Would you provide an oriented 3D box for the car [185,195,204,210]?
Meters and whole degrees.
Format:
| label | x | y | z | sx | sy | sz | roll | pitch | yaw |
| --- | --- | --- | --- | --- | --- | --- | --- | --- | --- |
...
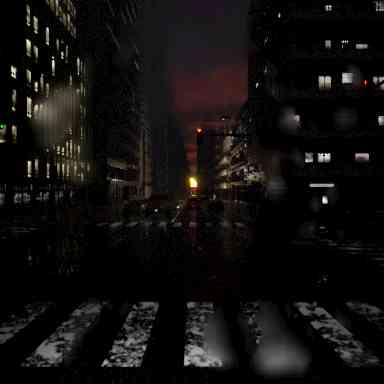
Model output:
| label | x | y | z | sx | sy | sz | roll | pitch | yaw |
| --- | --- | --- | --- | --- | --- | --- | --- | --- | --- |
| car | 0.174 | 1.466 | 41.868 | 1.882 | 1.535 | 5.008 | 0 | 0 | 0 |

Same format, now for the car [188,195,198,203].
| label | x | y | z | sx | sy | sz | roll | pitch | yaw |
| --- | --- | --- | --- | --- | --- | --- | --- | --- | --- |
| car | 0.193 | 1.488 | 70.928 | 2.128 | 1.511 | 4.902 | 0 | 0 | 0 |

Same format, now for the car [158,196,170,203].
| label | x | y | z | sx | sy | sz | roll | pitch | yaw |
| --- | --- | --- | --- | --- | --- | --- | --- | --- | --- |
| car | -5.576 | 1.528 | 66.911 | 1.887 | 1.381 | 4.507 | -1 | 0 | 0 |

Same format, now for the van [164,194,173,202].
| label | x | y | z | sx | sy | sz | roll | pitch | yaw |
| --- | --- | --- | --- | --- | --- | --- | --- | --- | --- |
| van | -5.558 | 1.322 | 78.221 | 1.690 | 1.788 | 3.998 | -1 | 0 | 0 |

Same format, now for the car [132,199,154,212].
| label | x | y | z | sx | sy | sz | roll | pitch | yaw |
| --- | --- | --- | --- | --- | --- | --- | --- | --- | --- |
| car | -5.631 | 1.555 | 38.639 | 1.947 | 1.339 | 4.313 | -1 | 0 | 0 |

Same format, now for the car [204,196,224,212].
| label | x | y | z | sx | sy | sz | roll | pitch | yaw |
| --- | --- | --- | --- | --- | --- | --- | --- | --- | --- |
| car | 2.749 | 1.540 | 38.623 | 2.008 | 1.369 | 4.403 | -1 | 0 | 0 |

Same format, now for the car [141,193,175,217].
| label | x | y | z | sx | sy | sz | roll | pitch | yaw |
| --- | --- | --- | --- | --- | --- | --- | --- | --- | --- |
| car | -3.045 | 1.212 | 31.115 | 2.150 | 2.045 | 5.566 | 0 | 0 | 0 |

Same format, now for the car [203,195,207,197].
| label | x | y | z | sx | sy | sz | roll | pitch | yaw |
| --- | --- | --- | --- | --- | --- | --- | --- | --- | --- |
| car | 2.813 | 1.422 | 72.551 | 1.967 | 1.590 | 4.097 | -1 | 0 | 0 |

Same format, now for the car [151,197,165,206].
| label | x | y | z | sx | sy | sz | roll | pitch | yaw |
| --- | --- | --- | --- | --- | --- | --- | --- | --- | --- |
| car | -5.598 | 1.530 | 55.602 | 1.887 | 1.381 | 4.507 | -1 | 0 | 0 |

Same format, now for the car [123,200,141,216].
| label | x | y | z | sx | sy | sz | roll | pitch | yaw |
| --- | --- | --- | --- | --- | --- | --- | --- | --- | --- |
| car | -5.642 | 1.516 | 32.814 | 1.752 | 1.417 | 4.829 | -1 | 0 | 0 |

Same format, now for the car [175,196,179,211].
| label | x | y | z | sx | sy | sz | roll | pitch | yaw |
| --- | --- | --- | --- | --- | --- | --- | --- | --- | --- |
| car | -3.016 | 1.210 | 41.594 | 2.150 | 2.045 | 5.566 | 0 | 0 | 0 |

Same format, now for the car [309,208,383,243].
| label | x | y | z | sx | sy | sz | roll | pitch | yaw |
| --- | --- | --- | --- | --- | --- | --- | --- | --- | --- |
| car | 8.094 | 1.552 | 15.658 | 4.892 | 1.490 | 1.837 | 1 | 1 | 1 |

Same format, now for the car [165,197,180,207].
| label | x | y | z | sx | sy | sz | roll | pitch | yaw |
| --- | --- | --- | --- | --- | --- | --- | --- | --- | --- |
| car | -2.990 | 1.534 | 52.138 | 2.033 | 1.411 | 5.357 | 0 | 0 | 0 |
